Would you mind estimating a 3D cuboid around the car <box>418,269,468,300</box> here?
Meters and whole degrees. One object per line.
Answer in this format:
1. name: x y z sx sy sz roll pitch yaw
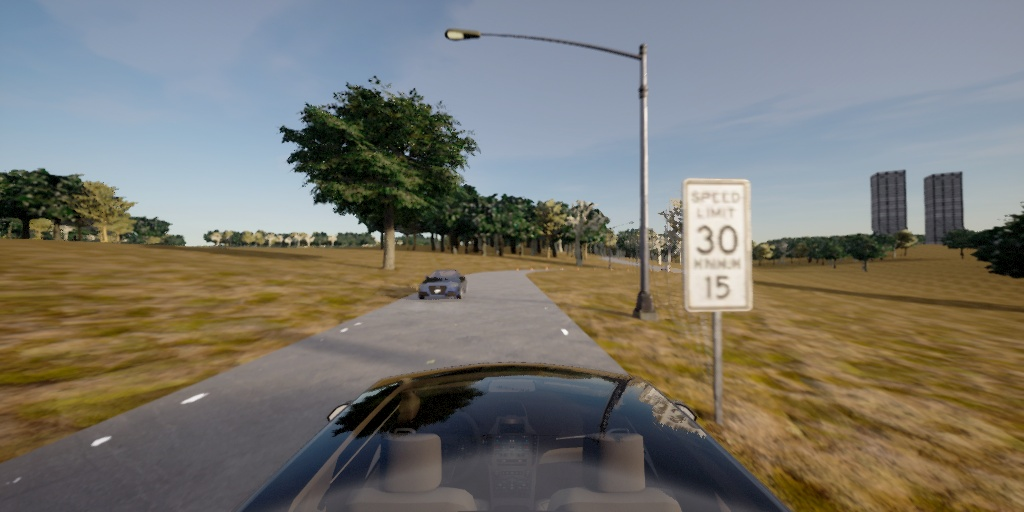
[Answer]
1. car: -3.343 1.366 17.983 1.994 1.385 4.181 0 0 -1
